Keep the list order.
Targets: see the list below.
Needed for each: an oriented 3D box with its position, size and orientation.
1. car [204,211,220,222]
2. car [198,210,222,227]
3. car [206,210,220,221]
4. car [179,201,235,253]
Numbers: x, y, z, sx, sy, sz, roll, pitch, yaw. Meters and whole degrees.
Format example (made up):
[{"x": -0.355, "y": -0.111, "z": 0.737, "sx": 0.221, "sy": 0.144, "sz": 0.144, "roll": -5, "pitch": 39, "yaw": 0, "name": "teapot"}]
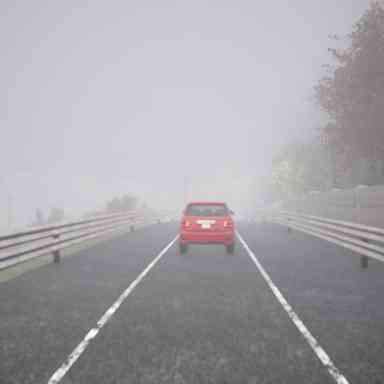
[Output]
[{"x": 2.612, "y": 3.078, "z": 42.370, "sx": 1.895, "sy": 1.301, "sz": 4.718, "roll": 0, "pitch": -4, "yaw": 5, "name": "car"}, {"x": 1.604, "y": 2.281, "z": 28.888, "sx": 1.895, "sy": 1.301, "sz": 4.718, "roll": 0, "pitch": -3, "yaw": 4, "name": "car"}, {"x": 3.186, "y": 3.506, "z": 48.894, "sx": 1.812, "sy": 1.442, "sz": 4.674, "roll": 0, "pitch": -5, "yaw": 6, "name": "car"}, {"x": 0.688, "y": 1.425, "z": 14.766, "sx": 2.150, "sy": 2.045, "sz": 5.566, "roll": 0, "pitch": -2, "yaw": 4, "name": "car"}]
